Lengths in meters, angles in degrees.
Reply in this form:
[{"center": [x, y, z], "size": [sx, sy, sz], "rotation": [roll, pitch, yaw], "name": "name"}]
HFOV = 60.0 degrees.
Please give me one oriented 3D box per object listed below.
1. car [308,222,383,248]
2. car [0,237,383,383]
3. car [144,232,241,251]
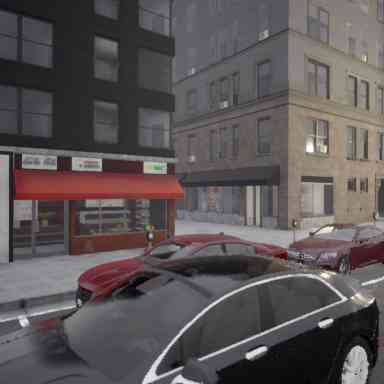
[{"center": [4.541, 1.577, 9.884], "size": [4.206, 1.307, 1.802], "rotation": [0, 0, -35], "name": "car"}, {"center": [0.060, 1.505, 3.420], "size": [4.892, 1.490, 1.837], "rotation": [0, 0, -35], "name": "car"}, {"center": [0.022, 1.545, 6.662], "size": [4.507, 1.381, 1.887], "rotation": [0, 0, -35], "name": "car"}]
